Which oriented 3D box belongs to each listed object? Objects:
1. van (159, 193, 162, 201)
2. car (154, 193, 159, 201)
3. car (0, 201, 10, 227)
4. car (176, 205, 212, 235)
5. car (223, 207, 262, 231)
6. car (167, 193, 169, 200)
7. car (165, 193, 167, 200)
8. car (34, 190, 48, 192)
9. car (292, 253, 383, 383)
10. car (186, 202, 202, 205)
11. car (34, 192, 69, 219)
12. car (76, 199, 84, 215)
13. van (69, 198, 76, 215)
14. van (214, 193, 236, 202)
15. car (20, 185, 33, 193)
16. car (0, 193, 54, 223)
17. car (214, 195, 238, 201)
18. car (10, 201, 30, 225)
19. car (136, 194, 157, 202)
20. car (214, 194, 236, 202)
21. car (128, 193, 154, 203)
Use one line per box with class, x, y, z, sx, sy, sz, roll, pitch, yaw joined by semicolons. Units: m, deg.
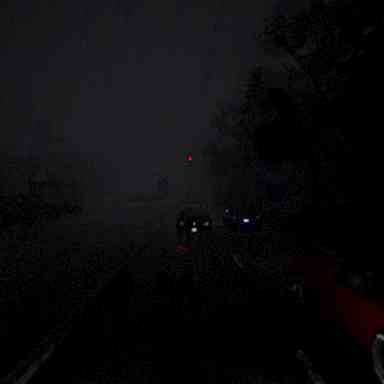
van;-10.233;1.270;81.214;4.442;1.987;1.878;-1;0;-14
car;-10.792;1.479;75.221;5.366;1.575;1.946;-1;0;-15
car;-13.957;1.542;19.309;5.366;1.575;1.946;-1;0;-20
car;0.114;1.651;19.121;1.895;1.301;4.718;0;0;0
car;3.124;1.621;21.159;1.994;1.385;4.181;0;0;0
car;-9.259;1.556;90.181;4.674;1.452;2.002;-1;-1;-13
car;-9.631;1.550;87.179;4.674;1.452;2.002;-1;0;-13
car;-28.158;0.275;63.101;2.002;1.452;4.674;6;-3;-19
car;3.102;1.606;5.172;1.895;1.301;4.718;0;0;0
car;0.176;1.611;28.324;1.812;1.442;4.674;0;0;1
car;-13.714;1.327;28.409;5.566;2.045;2.435;-1;-1;-20
car;-13.622;1.476;34.423;4.553;1.767;2.185;-1;0;-19
van;-13.598;1.363;31.445;4.442;1.987;1.878;-1;-1;-19
van;7.291;1.205;74.823;4.442;1.987;1.878;1;0;-14
car;-31.153;-0.288;63.163;2.435;2.045;5.566;6;-3;-19
car;-13.787;1.315;25.373;5.566;2.045;2.435;-1;0;-20
car;8.211;1.439;80.785;5.366;1.575;1.946;1;0;-13
car;-13.767;1.594;22.375;4.674;1.452;2.002;-1;0;-20
car;-10.698;1.366;78.173;4.553;1.767;2.185;-1;-1;-14
car;7.675;1.310;77.792;4.553;1.767;2.185;1;0;-14
car;-11.437;1.515;72.229;4.792;1.488;2.163;-1;0;-15
